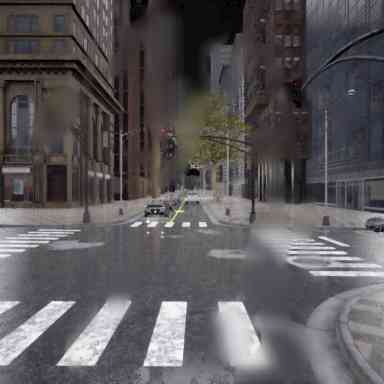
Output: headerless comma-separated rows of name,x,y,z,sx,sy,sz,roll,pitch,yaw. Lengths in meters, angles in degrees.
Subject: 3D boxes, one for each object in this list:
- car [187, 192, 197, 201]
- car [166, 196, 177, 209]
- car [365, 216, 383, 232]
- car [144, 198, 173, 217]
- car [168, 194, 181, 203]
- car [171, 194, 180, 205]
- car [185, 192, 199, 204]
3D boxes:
car,-0.024,0.938,70.824,2.097,1.767,4.553,0,1,0
car,-3.126,1.470,39.052,1.895,1.301,4.718,0,0,0
car,11.915,1.632,18.310,4.403,1.369,2.008,0,0,0
car,-3.120,1.490,30.260,1.994,1.385,4.181,0,0,0
car,-3.092,1.192,59.785,2.128,1.511,4.902,0,1,1
car,-3.130,1.393,49.389,1.895,1.301,4.718,0,0,0
car,0.059,0.943,57.769,2.150,2.045,5.566,0,1,0
